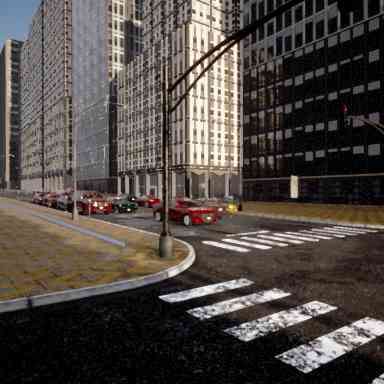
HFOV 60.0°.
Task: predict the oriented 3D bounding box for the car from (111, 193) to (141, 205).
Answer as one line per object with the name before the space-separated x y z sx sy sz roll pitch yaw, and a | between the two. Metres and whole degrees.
car | -8.203 0.856 41.254 1.947 1.339 4.313 1 0 -36

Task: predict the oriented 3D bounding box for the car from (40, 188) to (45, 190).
car | -31.376 0.104 73.042 1.887 1.381 4.507 1 0 -36

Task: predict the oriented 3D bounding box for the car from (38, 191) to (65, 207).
car | -14.968 0.861 36.310 1.887 1.381 4.507 1 0 -36

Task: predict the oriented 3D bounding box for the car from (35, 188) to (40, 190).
car | -34.685 -0.104 77.583 1.967 1.590 4.097 1 0 -36

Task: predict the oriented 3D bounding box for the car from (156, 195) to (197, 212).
car | -1.582 1.066 32.173 1.947 1.339 4.313 1 0 -36

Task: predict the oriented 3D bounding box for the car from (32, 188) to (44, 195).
car | -37.995 -0.208 82.123 1.967 1.590 4.097 1 0 -36

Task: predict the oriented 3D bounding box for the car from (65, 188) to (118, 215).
car | -8.343 0.841 27.228 2.192 1.841 5.009 1 0 -36

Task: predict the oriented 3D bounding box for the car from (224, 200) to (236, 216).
car | 0.546 1.194 24.611 2.033 1.411 5.357 0 1 -34

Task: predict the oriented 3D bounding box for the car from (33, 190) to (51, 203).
car | -18.279 0.794 40.851 1.802 1.307 4.206 1 0 -36

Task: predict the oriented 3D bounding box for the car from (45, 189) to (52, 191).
car | -28.066 0.214 68.501 2.008 1.369 4.403 1 0 -36

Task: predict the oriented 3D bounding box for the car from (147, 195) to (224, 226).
car | -0.567 1.177 20.921 1.882 1.535 5.008 0 1 -38

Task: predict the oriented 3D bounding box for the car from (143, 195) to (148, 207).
car | -4.892 0.977 36.713 1.802 1.307 4.206 1 0 -36

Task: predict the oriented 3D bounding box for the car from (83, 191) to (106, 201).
car | -14.824 0.646 50.337 1.947 1.339 4.313 1 0 -36

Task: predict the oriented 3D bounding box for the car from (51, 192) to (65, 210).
car | -11.659 0.987 31.770 1.947 1.339 4.313 1 0 -36

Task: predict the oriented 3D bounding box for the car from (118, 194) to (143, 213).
car | -6.475 1.112 29.035 1.895 1.301 4.718 0 1 -36
